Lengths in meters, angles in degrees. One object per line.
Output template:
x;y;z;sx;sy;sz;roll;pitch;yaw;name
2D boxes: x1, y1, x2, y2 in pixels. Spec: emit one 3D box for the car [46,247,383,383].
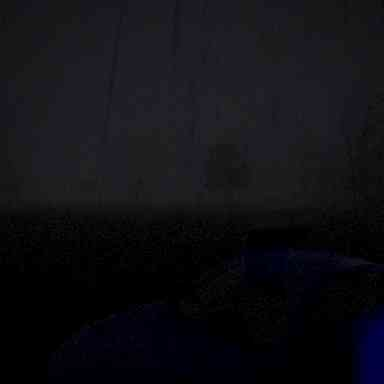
1.026;1.480;3.789;5.008;1.535;1.882;0;0;-35;car
